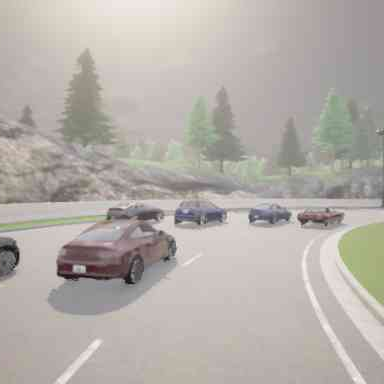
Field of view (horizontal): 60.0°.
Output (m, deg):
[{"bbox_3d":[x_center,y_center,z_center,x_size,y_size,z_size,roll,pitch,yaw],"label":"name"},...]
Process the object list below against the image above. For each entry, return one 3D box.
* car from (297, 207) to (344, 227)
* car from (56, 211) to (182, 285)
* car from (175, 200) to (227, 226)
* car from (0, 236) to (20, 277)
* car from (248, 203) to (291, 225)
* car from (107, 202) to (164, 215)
[{"bbox_3d":[9.266,1.680,23.674,1.895,1.301,4.718,1,0,40],"label":"car"},{"bbox_3d":[-1.880,1.499,9.402,1.812,1.442,4.674,0,0,14],"label":"car"},{"bbox_3d":[0.703,1.341,23.545,2.097,1.767,4.553,1,0,32],"label":"car"},{"bbox_3d":[-5.906,1.424,7.236,2.128,1.511,4.902,0,0,10],"label":"car"},{"bbox_3d":[5.841,1.568,24.845,1.812,1.442,4.674,0,0,38],"label":"car"},{"bbox_3d":[-3.841,1.433,23.381,2.128,1.511,4.902,1,0,29],"label":"car"}]
